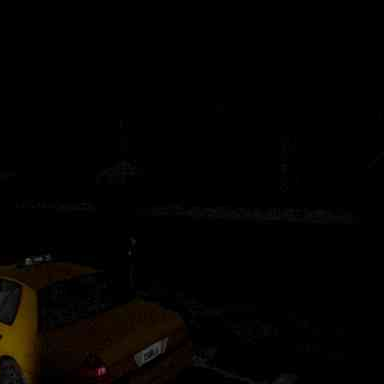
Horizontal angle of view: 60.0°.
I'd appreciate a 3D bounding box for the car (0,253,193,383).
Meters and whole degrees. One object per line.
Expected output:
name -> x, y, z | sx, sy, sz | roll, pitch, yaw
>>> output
car -> -2.271, 1.525, 4.578 | 4.829, 1.417, 1.752 | 0, 0, 35
